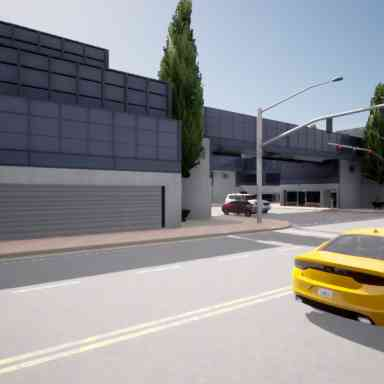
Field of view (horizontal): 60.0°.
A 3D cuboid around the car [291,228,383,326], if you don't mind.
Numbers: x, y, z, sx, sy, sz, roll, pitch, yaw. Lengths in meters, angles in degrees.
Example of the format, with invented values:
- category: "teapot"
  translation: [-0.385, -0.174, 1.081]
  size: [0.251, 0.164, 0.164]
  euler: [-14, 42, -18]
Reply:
- category: "car"
  translation: [4.168, 1.478, 6.815]
  size: [5.008, 1.535, 1.882]
  euler: [0, 0, -36]

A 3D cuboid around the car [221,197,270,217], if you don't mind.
- category: "car"
  translation: [4.765, 1.526, 31.826]
  size: [1.812, 1.442, 4.674]
  euler: [0, 0, -37]

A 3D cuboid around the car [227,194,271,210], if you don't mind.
- category: "car"
  translation: [5.938, 1.222, 36.091]
  size: [2.150, 2.045, 5.566]
  euler: [0, 0, -37]
